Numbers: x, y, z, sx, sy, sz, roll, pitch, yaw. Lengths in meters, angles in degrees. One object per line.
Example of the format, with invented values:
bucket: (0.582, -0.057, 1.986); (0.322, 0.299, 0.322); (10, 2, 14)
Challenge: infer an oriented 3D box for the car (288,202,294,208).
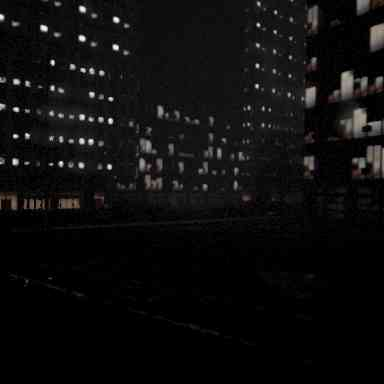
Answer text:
car: (12.591, 1.950, 50.021); (4.674, 1.442, 1.812); (1, 1, -34)

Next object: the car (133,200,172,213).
car: (-4.835, 1.768, 41.150); (4.403, 1.369, 2.008); (1, 1, -34)

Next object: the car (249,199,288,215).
car: (8.974, 1.811, 41.049); (5.009, 1.841, 2.192); (1, 1, -34)

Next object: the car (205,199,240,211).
car: (4.381, 1.826, 47.458); (4.829, 1.417, 1.752); (1, 1, -34)

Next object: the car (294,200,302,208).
car: (18.554, 1.995, 57.162); (4.313, 1.339, 1.947); (1, 1, -34)

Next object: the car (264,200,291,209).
car: (13.876, 1.969, 53.960); (4.206, 1.307, 1.802); (1, 1, -34)

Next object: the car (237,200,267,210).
car: (9.198, 1.910, 50.757); (4.313, 1.339, 1.947); (1, 1, -34)

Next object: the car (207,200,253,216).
car: (4.292, 1.998, 37.850); (4.507, 1.381, 1.887); (1, 1, -34)

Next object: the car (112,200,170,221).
car: (-5.059, 1.684, 31.442); (5.009, 1.841, 2.192); (1, 1, -34)
